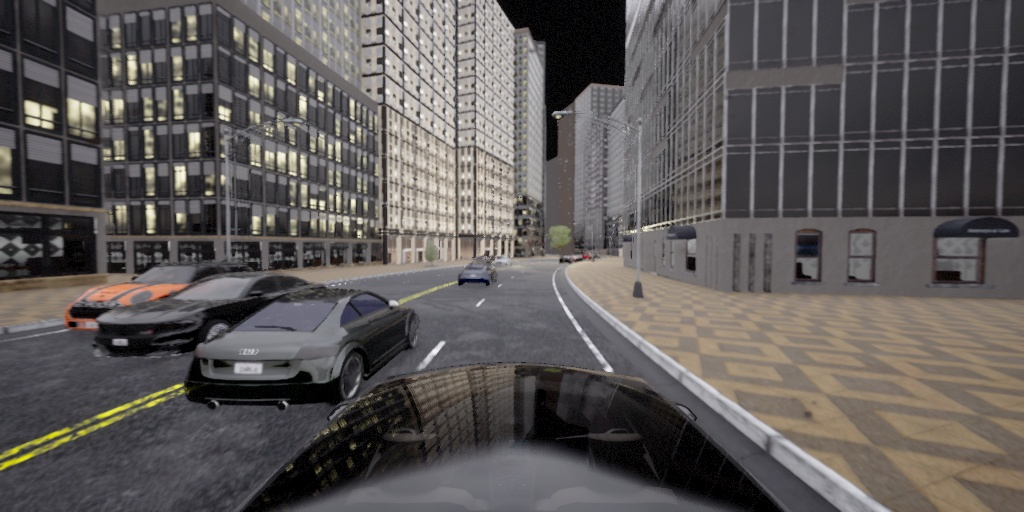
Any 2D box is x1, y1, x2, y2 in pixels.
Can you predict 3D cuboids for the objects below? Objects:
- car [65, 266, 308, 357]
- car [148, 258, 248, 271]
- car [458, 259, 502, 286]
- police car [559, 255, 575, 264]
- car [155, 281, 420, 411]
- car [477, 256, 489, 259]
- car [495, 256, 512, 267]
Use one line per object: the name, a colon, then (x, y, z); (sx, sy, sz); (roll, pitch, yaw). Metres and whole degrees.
car: (-6.428, 1.131, 8.460); (1.882, 1.535, 5.008); (0, 1, 2)
car: (-9.592, 0.969, 10.508); (2.097, 1.767, 4.553); (0, 1, 3)
car: (-2.068, 1.073, 22.686); (1.994, 1.385, 4.181); (0, 1, 5)
police car: (9.294, 0.571, 62.241); (1.930, 1.638, 5.238); (1, 1, 15)
car: (-3.028, 1.255, 6.185); (1.994, 1.385, 4.181); (0, 1, 1)
car: (-4.391, 0.710, 51.651); (2.033, 1.411, 5.357); (1, 1, 12)
car: (-1.277, 0.724, 50.553); (1.812, 1.442, 4.674); (1, 1, 12)
